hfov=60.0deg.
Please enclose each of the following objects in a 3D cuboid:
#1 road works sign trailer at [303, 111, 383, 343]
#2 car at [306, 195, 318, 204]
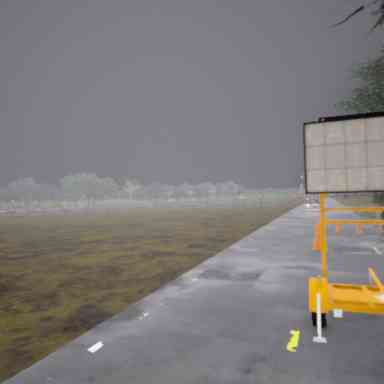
[{"bbox_3d":[3.288,0.401,5.900,2.380,3.560,2.880,-2,0,21],"label":"road works sign trailer"},{"bbox_3d":[22.468,1.321,62.104,2.097,1.767,4.553,-2,-1,21],"label":"car"}]
